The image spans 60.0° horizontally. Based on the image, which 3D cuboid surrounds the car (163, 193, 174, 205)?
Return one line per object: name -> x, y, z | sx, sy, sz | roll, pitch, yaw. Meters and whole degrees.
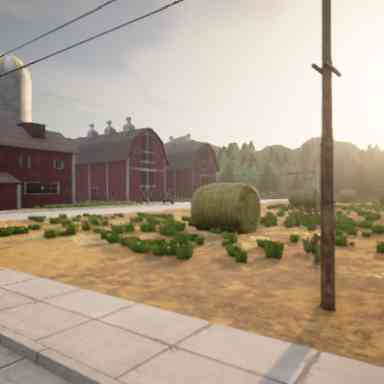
car -> -4.360, 1.245, 61.244 | 1.905, 1.878, 3.866 | 6, 1, -8
